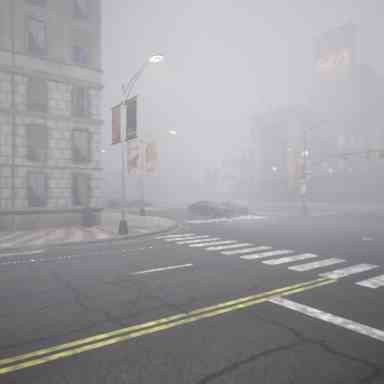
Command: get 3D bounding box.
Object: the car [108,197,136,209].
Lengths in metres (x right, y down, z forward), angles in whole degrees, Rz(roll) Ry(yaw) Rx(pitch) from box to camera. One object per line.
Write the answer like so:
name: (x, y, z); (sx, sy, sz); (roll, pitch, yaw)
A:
car: (-9.893, 1.507, 45.326); (1.837, 1.490, 4.892); (0, -1, -36)

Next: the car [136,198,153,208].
car: (-7.240, 1.564, 47.633); (1.994, 1.385, 4.181); (0, 0, -36)

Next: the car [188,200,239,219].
car: (1.539, 1.477, 29.102); (1.882, 1.535, 5.008); (0, 0, -32)

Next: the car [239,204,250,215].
car: (3.659, 1.563, 32.491); (1.994, 1.385, 4.181); (0, 0, -36)
